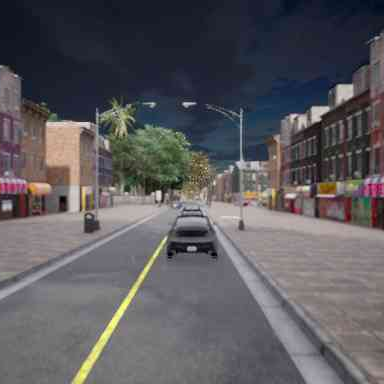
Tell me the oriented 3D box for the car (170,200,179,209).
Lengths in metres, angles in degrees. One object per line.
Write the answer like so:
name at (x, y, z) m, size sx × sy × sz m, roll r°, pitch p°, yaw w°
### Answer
car at (-2.835, 2.204, 58.035) m, size 2.128 × 1.511 × 4.902 m, roll 0°, pitch -1°, yaw 0°

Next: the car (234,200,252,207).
car at (11.808, 2.583, 77.712) m, size 4.097 × 1.590 × 1.967 m, roll 1°, pitch -1°, yaw 0°

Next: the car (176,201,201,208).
car at (0.013, 1.812, 28.520) m, size 2.128 × 1.511 × 4.902 m, roll 0°, pitch -1°, yaw 1°

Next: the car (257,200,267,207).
car at (17.242, 2.644, 77.713) m, size 4.097 × 1.590 × 1.967 m, roll 1°, pitch -1°, yaw 0°

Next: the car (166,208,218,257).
car at (0.018, 1.649, 13.505) m, size 1.837 × 1.490 × 4.892 m, roll 0°, pitch 0°, yaw 1°
